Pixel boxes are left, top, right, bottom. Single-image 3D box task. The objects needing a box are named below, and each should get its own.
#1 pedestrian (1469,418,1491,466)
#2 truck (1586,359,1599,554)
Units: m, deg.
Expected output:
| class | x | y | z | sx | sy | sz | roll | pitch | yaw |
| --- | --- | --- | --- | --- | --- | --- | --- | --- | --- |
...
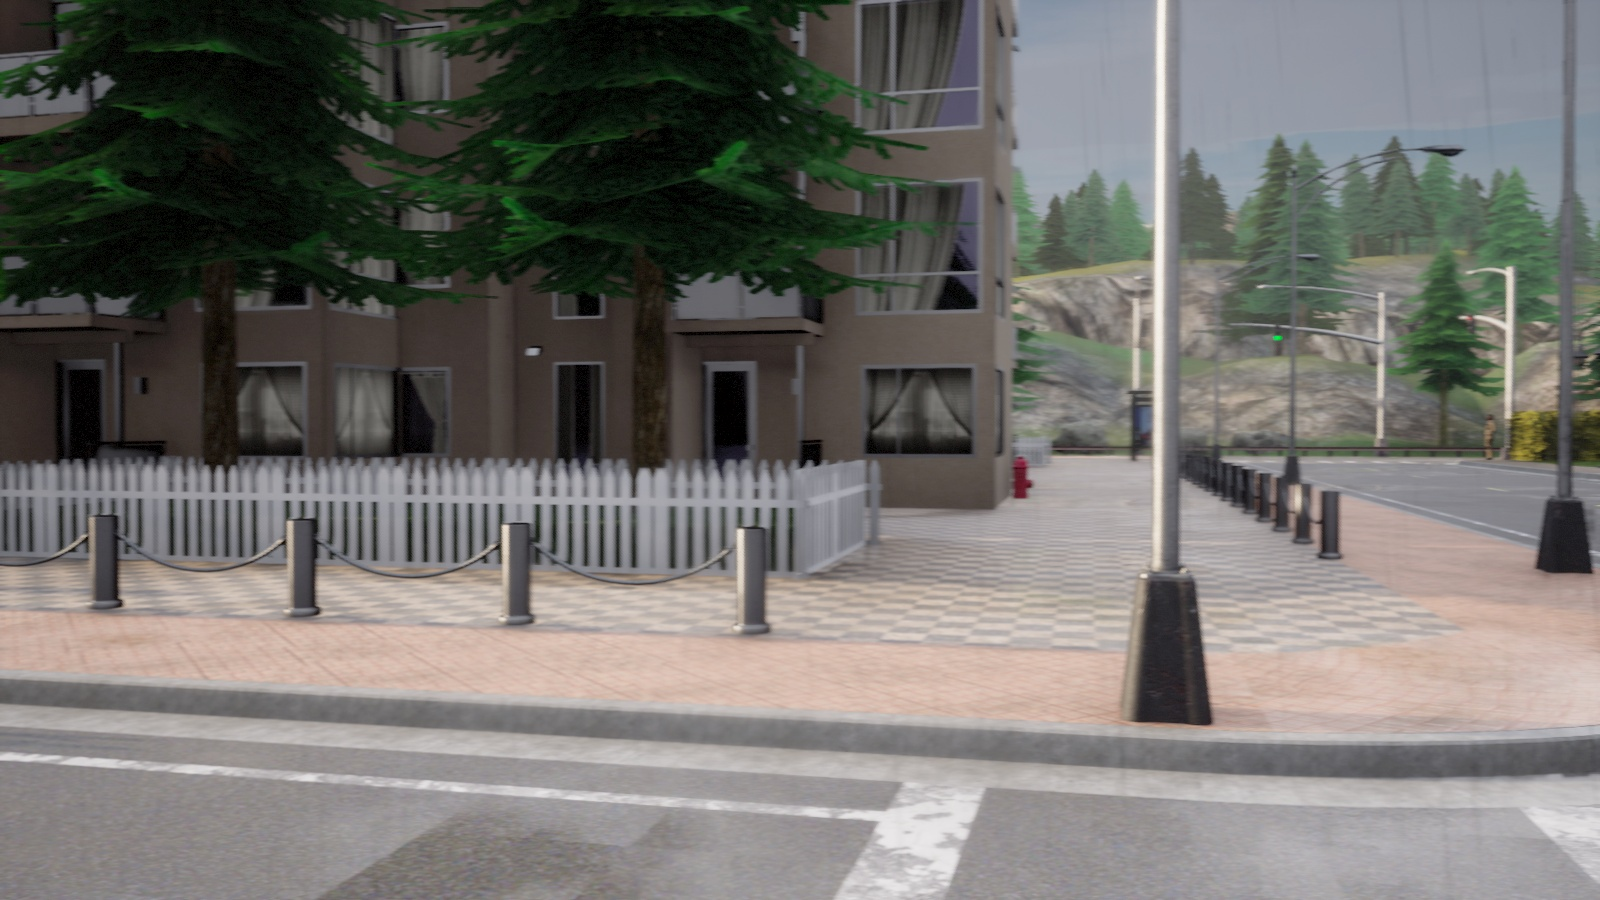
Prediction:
| class | x | y | z | sx | sy | sz | roll | pitch | yaw |
| --- | --- | --- | --- | --- | --- | --- | --- | --- | --- |
| pedestrian | 27.277 | -0.334 | 50.379 | 0.692 | 1.930 | 0.396 | 1 | 1 | 25 |
| truck | 10.885 | 0.135 | 13.424 | 2.627 | 2.467 | 5.204 | 1 | 1 | 13 |
